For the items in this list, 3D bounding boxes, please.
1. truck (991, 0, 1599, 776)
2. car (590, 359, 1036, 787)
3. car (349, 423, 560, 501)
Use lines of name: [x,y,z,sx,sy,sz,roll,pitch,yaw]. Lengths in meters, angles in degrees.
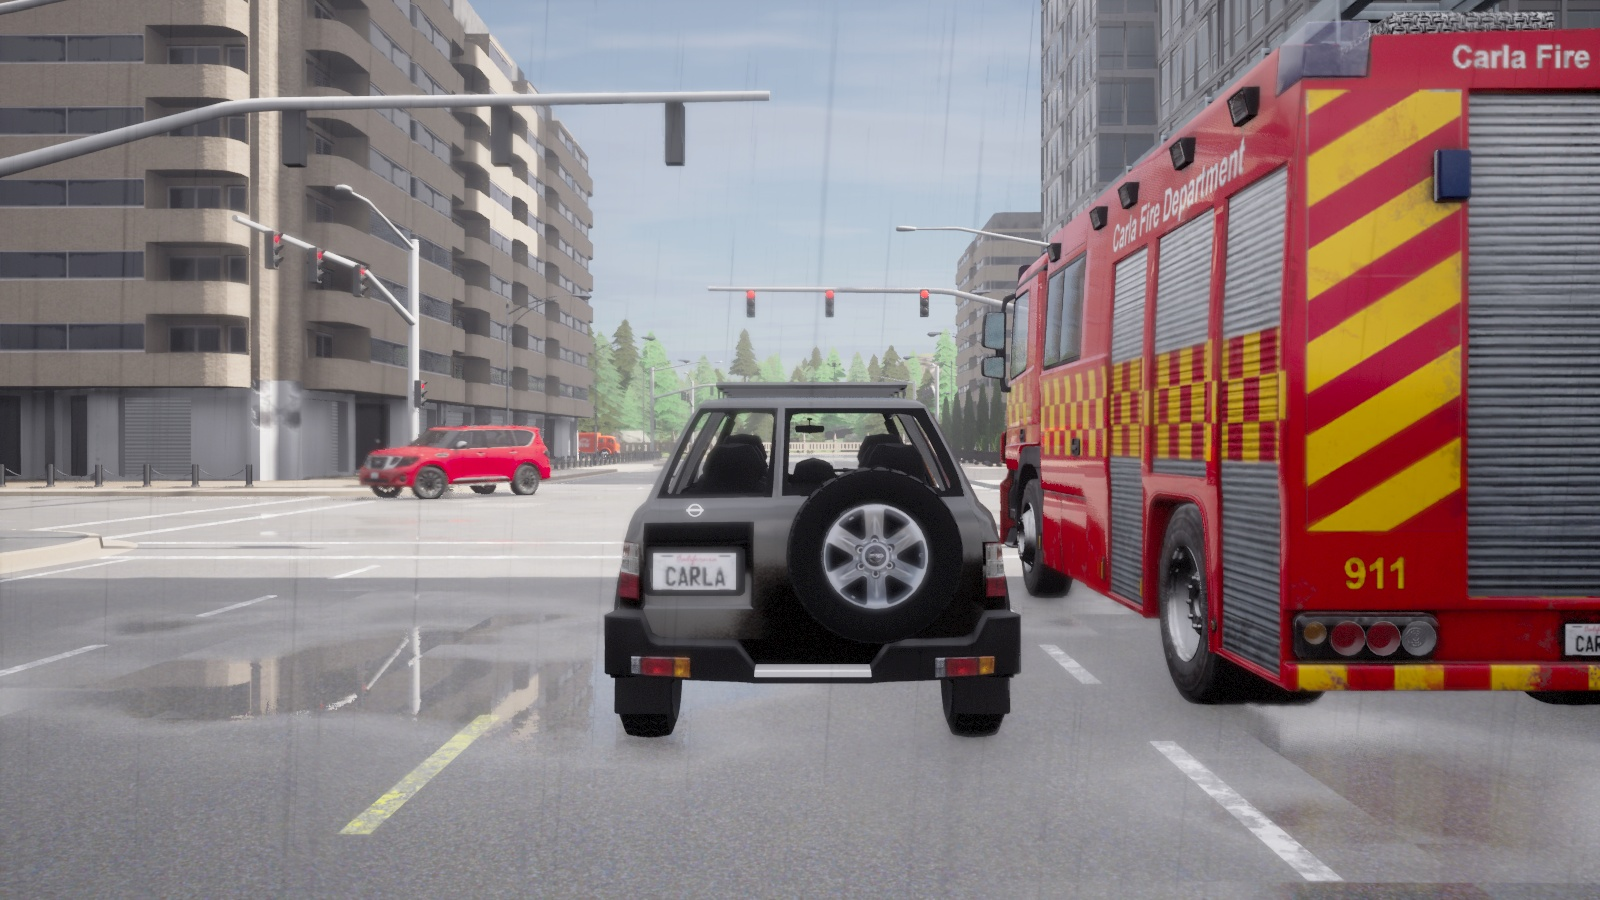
truck: [3.573,-0.471,9.880,2.891,3.827,8.468,0,0,0]
car: [0.061,0.520,7.741,1.932,1.855,4.605,0,0,0]
car: [-9.657,0.290,35.546,2.150,2.045,5.566,1,1,38]
